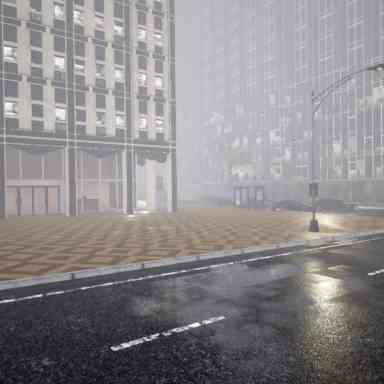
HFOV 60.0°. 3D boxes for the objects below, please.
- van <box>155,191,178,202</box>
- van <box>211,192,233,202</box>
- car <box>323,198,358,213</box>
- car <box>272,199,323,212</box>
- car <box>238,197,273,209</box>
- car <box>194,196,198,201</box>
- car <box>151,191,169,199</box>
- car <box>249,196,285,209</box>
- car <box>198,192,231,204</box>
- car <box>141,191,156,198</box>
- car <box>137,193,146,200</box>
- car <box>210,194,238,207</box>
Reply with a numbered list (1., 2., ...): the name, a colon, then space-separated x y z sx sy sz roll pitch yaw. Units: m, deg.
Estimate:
1. van: -4.790 0.936 59.093 1.690 1.788 3.998 0 1 -35
2. van: 5.335 0.855 59.162 1.690 1.788 3.998 0 1 -35
3. car: 14.976 1.364 34.936 1.812 1.442 4.674 -1 1 -34
4. car: 11.217 1.423 35.615 1.947 1.339 4.313 0 1 -35
5. car: 8.008 1.388 40.309 1.802 1.307 4.206 0 1 -35
6. car: 2.113 1.043 63.846 1.802 1.307 4.206 0 1 -35
7. car: -7.556 0.614 77.888 2.192 1.841 5.009 0 1 -35
8. car: 9.578 1.316 42.773 1.994 1.385 4.181 -1 1 -35
9. car: 3.688 1.205 51.348 2.033 1.411 5.357 -1 1 -34
10. car: -10.779 0.685 82.571 1.967 1.590 4.097 0 1 -35
11. car: -11.236 1.039 68.459 2.008 1.369 4.403 0 1 -35
12. car: 4.833 1.319 45.023 1.947 1.339 4.313 0 1 -35
